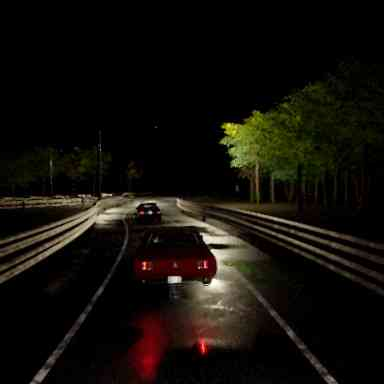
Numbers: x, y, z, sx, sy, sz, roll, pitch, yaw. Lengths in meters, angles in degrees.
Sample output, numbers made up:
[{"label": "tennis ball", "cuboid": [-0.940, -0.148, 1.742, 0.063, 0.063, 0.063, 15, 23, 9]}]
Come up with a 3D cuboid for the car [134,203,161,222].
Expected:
[{"label": "car", "cuboid": [-3.580, 1.565, 26.835, 2.033, 1.411, 5.357, 0, 0, -12]}]

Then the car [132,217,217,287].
[{"label": "car", "cuboid": [-0.588, 1.617, 9.427, 1.895, 1.301, 4.718, 0, 0, -6]}]
